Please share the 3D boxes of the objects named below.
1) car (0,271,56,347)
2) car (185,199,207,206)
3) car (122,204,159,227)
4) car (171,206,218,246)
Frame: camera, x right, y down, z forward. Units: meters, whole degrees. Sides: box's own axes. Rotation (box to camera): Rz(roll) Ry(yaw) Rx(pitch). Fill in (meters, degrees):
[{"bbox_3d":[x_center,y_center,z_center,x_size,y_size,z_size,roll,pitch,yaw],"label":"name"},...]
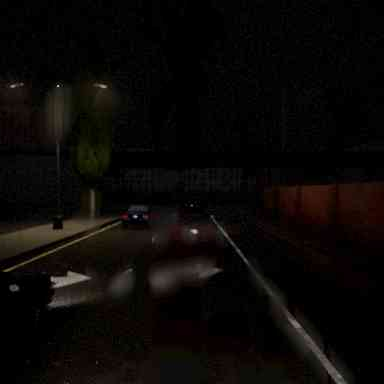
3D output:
[{"bbox_3d":[-3.400,1.544,3.596,2.033,1.411,5.357,0,0,0],"label":"car"},{"bbox_3d":[0.456,1.511,38.733,2.033,1.411,5.357,0,0,11],"label":"car"},{"bbox_3d":[-3.396,1.526,22.452,2.033,1.411,5.357,0,0,0],"label":"car"},{"bbox_3d":[0.101,1.550,15.212,1.994,1.385,4.181,0,0,0],"label":"car"}]
